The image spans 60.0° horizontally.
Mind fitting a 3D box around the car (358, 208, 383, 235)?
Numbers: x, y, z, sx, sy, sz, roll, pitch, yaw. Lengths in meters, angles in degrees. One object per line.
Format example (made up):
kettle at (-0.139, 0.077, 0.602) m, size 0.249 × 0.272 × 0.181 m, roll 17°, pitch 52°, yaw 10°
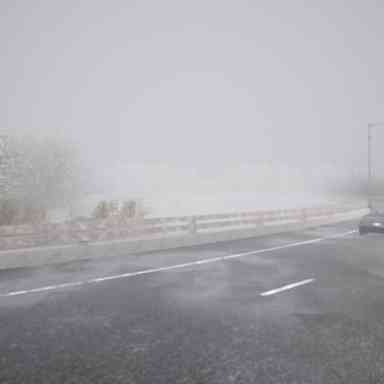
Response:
car at (10.736, 1.598, 18.251) m, size 1.994 × 1.385 × 4.181 m, roll 0°, pitch 0°, yaw 44°
